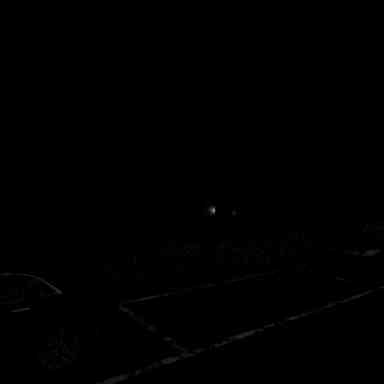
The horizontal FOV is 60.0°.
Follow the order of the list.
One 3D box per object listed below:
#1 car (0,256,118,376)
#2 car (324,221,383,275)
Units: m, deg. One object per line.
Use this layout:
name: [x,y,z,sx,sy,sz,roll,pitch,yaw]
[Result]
car: [-3.108,1.551,3.976,4.403,1.369,2.008,0,0,-35]
car: [5.893,1.582,10.365,4.206,1.307,1.802,0,0,-35]
